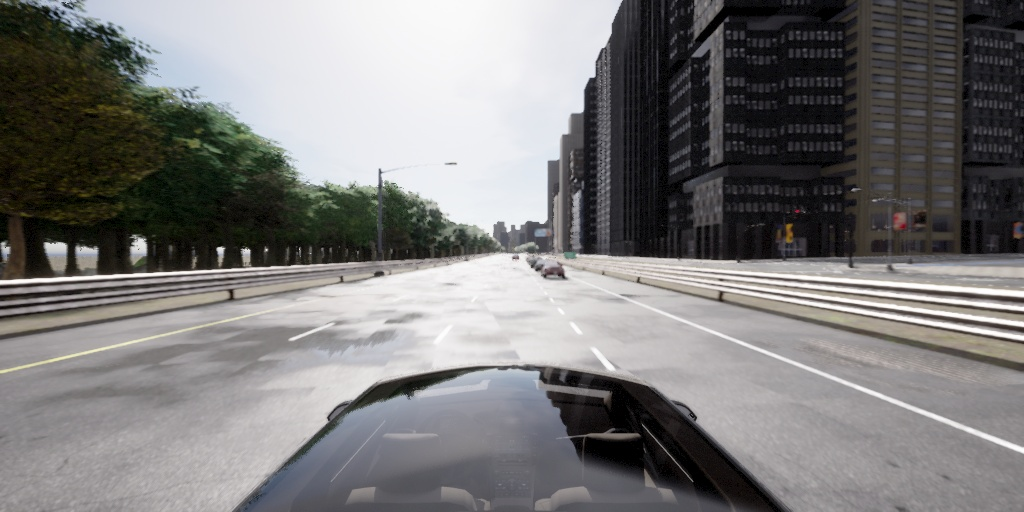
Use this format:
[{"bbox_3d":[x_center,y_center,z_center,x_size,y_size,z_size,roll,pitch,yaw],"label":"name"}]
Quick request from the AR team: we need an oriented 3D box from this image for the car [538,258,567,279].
[{"bbox_3d":[3.591,1.201,31.782,1.812,1.442,4.674,0,0,0],"label":"car"}]

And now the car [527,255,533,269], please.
[{"bbox_3d":[3.778,0.944,53.702,2.097,1.767,4.553,0,0,1],"label":"car"}]

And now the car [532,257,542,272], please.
[{"bbox_3d":[3.672,1.161,42.754,1.812,1.442,4.674,0,0,0],"label":"car"}]
